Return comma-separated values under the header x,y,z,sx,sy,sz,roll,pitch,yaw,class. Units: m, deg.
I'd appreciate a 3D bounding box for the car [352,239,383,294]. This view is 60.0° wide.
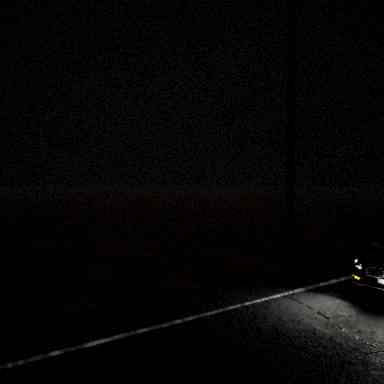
x,y,z,sx,sy,sz,roll,pitch,yaw,class
5.856,1.592,8.156,4.892,1.490,1.837,1,0,-35,car
